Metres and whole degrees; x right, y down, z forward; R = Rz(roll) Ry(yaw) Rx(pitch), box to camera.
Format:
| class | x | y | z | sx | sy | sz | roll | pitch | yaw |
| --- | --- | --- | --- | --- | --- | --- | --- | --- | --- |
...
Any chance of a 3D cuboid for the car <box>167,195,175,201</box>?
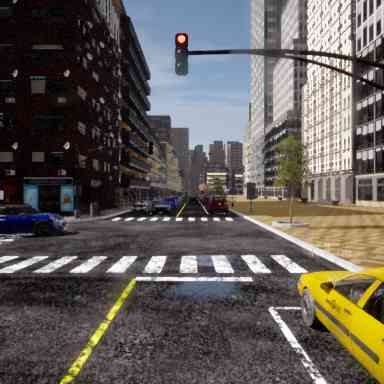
| class | x | y | z | sx | sy | sz | roll | pitch | yaw |
| --- | --- | --- | --- | --- | --- | --- | --- | --- | --- |
| car | -5.329 | 1.613 | 86.000 | 1.752 | 1.417 | 4.829 | 0 | 0 | 0 |

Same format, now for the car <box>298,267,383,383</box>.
| class | x | y | z | sx | sy | sz | roll | pitch | yaw |
| --- | --- | --- | --- | --- | --- | --- | --- | --- | --- |
| car | 2.703 | 1.525 | 4.153 | 1.752 | 1.417 | 4.829 | 0 | 0 | 0 |

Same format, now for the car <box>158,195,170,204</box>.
| class | x | y | z | sx | sy | sz | roll | pitch | yaw |
| --- | --- | --- | --- | --- | --- | --- | --- | --- | --- |
| car | -5.423 | 1.488 | 64.064 | 1.967 | 1.590 | 4.097 | 0 | 0 | 0 |

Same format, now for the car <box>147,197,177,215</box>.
| class | x | y | z | sx | sy | sz | roll | pitch | yaw |
| --- | --- | --- | --- | --- | --- | --- | --- | --- | --- |
| car | -2.953 | 1.558 | 34.122 | 2.033 | 1.411 | 5.357 | 0 | 0 | 0 |

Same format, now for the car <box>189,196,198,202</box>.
| class | x | y | z | sx | sy | sz | roll | pitch | yaw |
| --- | --- | --- | --- | --- | --- | --- | --- | --- | --- |
| car | 0.323 | 1.621 | 75.777 | 1.994 | 1.385 | 4.181 | 0 | 0 | 0 |

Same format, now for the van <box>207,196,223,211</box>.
| class | x | y | z | sx | sy | sz | roll | pitch | yaw |
| --- | --- | --- | --- | --- | --- | --- | --- | --- | --- |
| van | 2.863 | 1.358 | 41.921 | 1.690 | 1.788 | 3.998 | 0 | 0 | 0 |

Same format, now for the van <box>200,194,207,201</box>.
| class | x | y | z | sx | sy | sz | roll | pitch | yaw |
| --- | --- | --- | --- | --- | --- | --- | --- | --- | --- |
| van | 3.074 | 1.441 | 91.660 | 1.690 | 1.788 | 3.998 | 0 | 0 | 0 |

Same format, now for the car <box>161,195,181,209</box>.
| class | x | y | z | sx | sy | sz | roll | pitch | yaw |
| --- | --- | --- | --- | --- | --- | --- | --- | --- | --- |
| car | -2.901 | 1.497 | 43.941 | 1.882 | 1.535 | 5.008 | 0 | 0 | 0 |

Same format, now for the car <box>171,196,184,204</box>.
| class | x | y | z | sx | sy | sz | roll | pitch | yaw |
| --- | --- | --- | --- | --- | --- | --- | --- | --- | --- |
| car | -2.729 | 1.540 | 63.999 | 2.128 | 1.511 | 4.902 | 0 | 0 | 0 |

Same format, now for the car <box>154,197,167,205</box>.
| class | x | y | z | sx | sy | sz | roll | pitch | yaw |
| --- | --- | --- | --- | --- | --- | --- | --- | --- | --- |
| car | -5.446 | 1.584 | 58.536 | 1.887 | 1.381 | 4.507 | 0 | 0 | 0 |

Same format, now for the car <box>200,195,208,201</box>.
| class | x | y | z | sx | sy | sz | roll | pitch | yaw |
| --- | --- | --- | --- | --- | --- | --- | --- | --- | --- |
| car | 3.053 | 1.613 | 86.304 | 1.752 | 1.417 | 4.829 | 0 | 0 | 0 |

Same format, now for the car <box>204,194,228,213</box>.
| class | x | y | z | sx | sy | sz | roll | pitch | yaw |
| --- | --- | --- | --- | --- | --- | --- | --- | --- | --- |
| car | 2.839 | 1.327 | 36.395 | 2.192 | 1.841 | 5.009 | 0 | 0 | 0 |

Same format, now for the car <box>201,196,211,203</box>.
| class | x | y | z | sx | sy | sz | roll | pitch | yaw |
| --- | --- | --- | --- | --- | --- | --- | --- | --- | --- |
| car | 2.981 | 1.602 | 69.555 | 1.887 | 1.381 | 4.507 | 0 | 0 | 0 |

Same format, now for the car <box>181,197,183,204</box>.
| class | x | y | z | sx | sy | sz | roll | pitch | yaw |
| --- | --- | --- | --- | --- | --- | --- | --- | --- | --- |
| car | -2.841 | 1.536 | 53.754 | 1.837 | 1.490 | 4.892 | 0 | 0 | 1 |

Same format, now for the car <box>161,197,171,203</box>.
| class | x | y | z | sx | sy | sz | roll | pitch | yaw |
| --- | --- | --- | --- | --- | --- | --- | --- | --- | --- |
| car | -5.399 | 1.639 | 69.591 | 1.802 | 1.307 | 4.206 | 0 | 0 | 0 |

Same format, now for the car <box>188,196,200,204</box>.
| class | x | y | z | sx | sy | sz | roll | pitch | yaw |
| --- | --- | --- | --- | --- | --- | --- | --- | --- | --- |
| car | 0.364 | 1.550 | 62.512 | 1.837 | 1.490 | 4.892 | 0 | 0 | 0 |

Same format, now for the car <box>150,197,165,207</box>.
| class | x | y | z | sx | sy | sz | roll | pitch | yaw |
| --- | --- | --- | --- | --- | --- | --- | --- | --- | --- |
| car | -5.469 | 1.581 | 53.010 | 2.008 | 1.369 | 4.403 | 0 | 0 | 0 |

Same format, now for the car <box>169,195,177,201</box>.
| class | x | y | z | sx | sy | sz | roll | pitch | yaw |
| --- | --- | --- | --- | --- | --- | --- | --- | --- | --- |
| car | -5.305 | 1.644 | 91.696 | 1.887 | 1.381 | 4.507 | 0 | 0 | 0 |

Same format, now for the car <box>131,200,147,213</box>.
| class | x | y | z | sx | sy | sz | roll | pitch | yaw |
| --- | --- | --- | --- | --- | --- | --- | --- | --- | --- |
| car | -5.539 | 1.563 | 36.431 | 2.008 | 1.369 | 4.403 | 0 | 0 | 0 |

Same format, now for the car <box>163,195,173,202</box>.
| class | x | y | z | sx | sy | sz | roll | pitch | yaw |
| --- | --- | --- | --- | --- | --- | --- | --- | --- | --- |
| car | -5.376 | 1.507 | 75.117 | 1.967 | 1.590 | 4.097 | 0 | 0 | 0 |

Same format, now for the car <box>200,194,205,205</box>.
| class | x | y | z | sx | sy | sz | roll | pitch | yaw |
| --- | --- | --- | --- | --- | --- | --- | --- | --- | --- |
| car | 2.933 | 1.354 | 58.501 | 2.192 | 1.841 | 5.009 | 0 | 0 | 0 |

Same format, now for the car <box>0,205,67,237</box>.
| class | x | y | z | sx | sy | sz | roll | pitch | yaw |
| --- | --- | --- | --- | --- | --- | --- | --- | --- | --- |
| car | -9.327 | 1.486 | 18.197 | 4.553 | 1.767 | 2.097 | -1 | 0 | -10 |
